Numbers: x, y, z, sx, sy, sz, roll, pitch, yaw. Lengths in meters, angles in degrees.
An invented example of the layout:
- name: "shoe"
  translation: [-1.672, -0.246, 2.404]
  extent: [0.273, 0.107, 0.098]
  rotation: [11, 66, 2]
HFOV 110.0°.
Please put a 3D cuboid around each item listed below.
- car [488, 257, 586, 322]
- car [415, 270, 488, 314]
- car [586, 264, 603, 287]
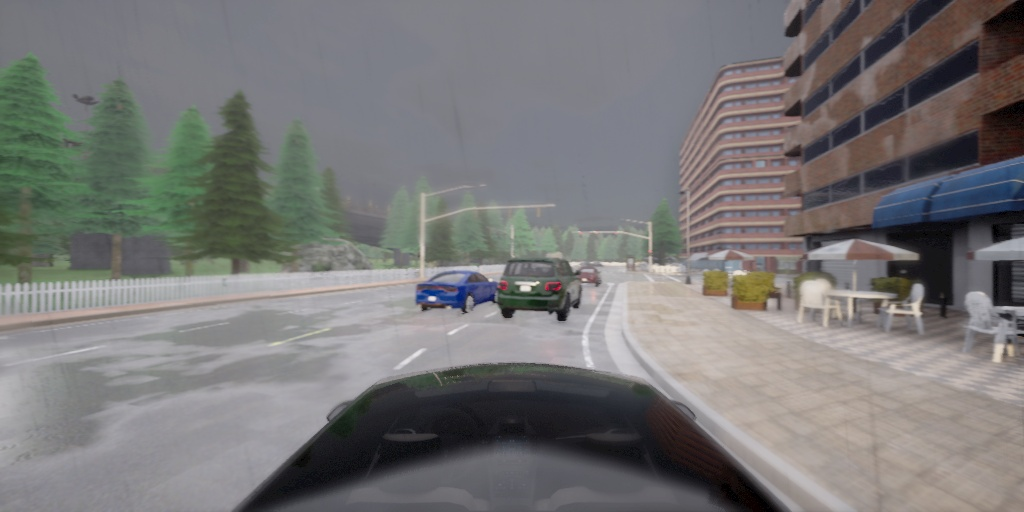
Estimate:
- name: "car"
  translation: [1.212, 1.078, 13.164]
  extent: [2.150, 2.045, 5.566]
  rotation: [0, 0, 18]
- name: "car"
  translation: [-1.982, 1.328, 14.651]
  extent: [1.882, 1.535, 5.008]
  rotation: [0, 0, 18]
- name: "car"
  translation: [5.877, 1.555, 27.804]
  extent: [1.812, 1.442, 4.674]
  rotation: [0, 0, 18]
